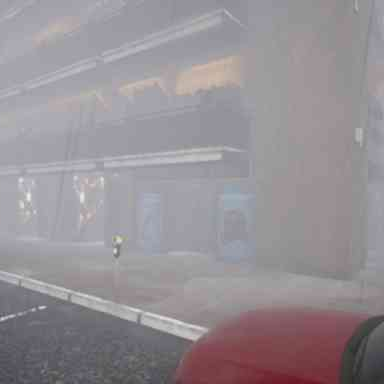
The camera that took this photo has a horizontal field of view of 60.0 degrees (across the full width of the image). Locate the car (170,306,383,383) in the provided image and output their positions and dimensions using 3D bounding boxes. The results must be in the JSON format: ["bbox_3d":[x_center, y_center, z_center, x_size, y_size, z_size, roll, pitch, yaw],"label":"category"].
[{"bbox_3d":[2.085,1.312,1.385,5.009,1.841,2.192,0,0,36],"label":"car"}]
